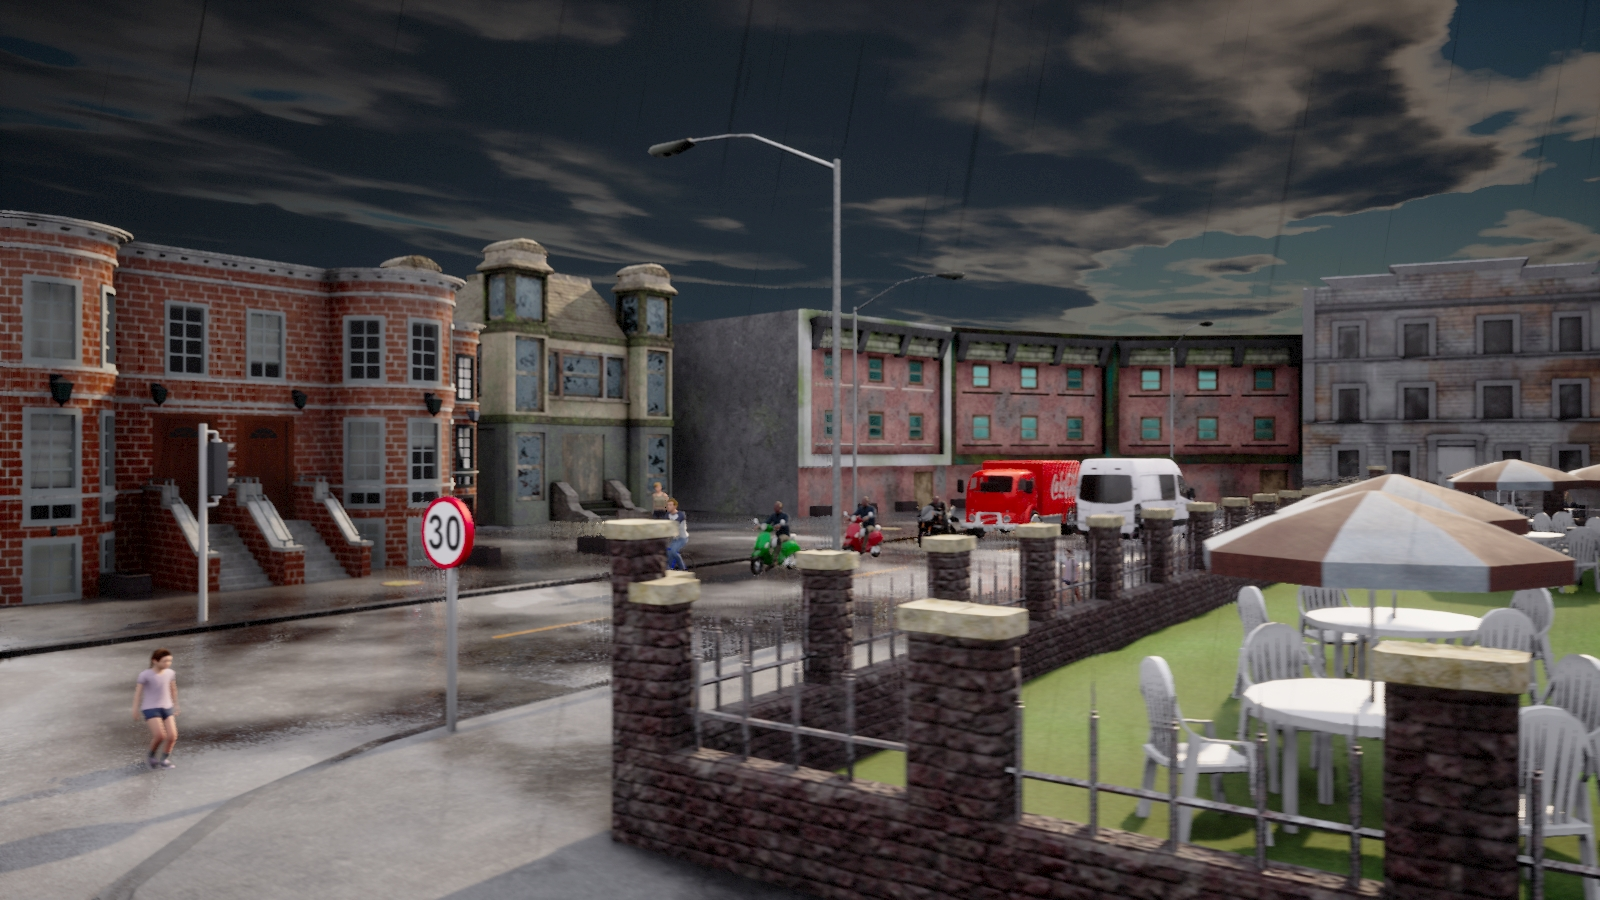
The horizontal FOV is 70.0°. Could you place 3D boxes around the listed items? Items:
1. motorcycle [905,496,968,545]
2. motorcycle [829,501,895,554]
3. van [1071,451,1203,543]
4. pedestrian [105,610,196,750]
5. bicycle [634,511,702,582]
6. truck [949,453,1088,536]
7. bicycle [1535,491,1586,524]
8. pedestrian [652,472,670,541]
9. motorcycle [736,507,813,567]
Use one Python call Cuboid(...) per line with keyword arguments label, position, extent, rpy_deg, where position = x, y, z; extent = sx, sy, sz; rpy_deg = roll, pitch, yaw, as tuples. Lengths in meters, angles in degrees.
Cuboid(label="motorcycle", position=(3.907, 1.984, 32.618), extent=(0.867, 1.251, 2.209), rpy_deg=(0, 0, 35))
Cuboid(label="motorcycle", position=(1.607, 1.961, 29.223), extent=(0.856, 1.236, 1.805), rpy_deg=(0, 0, 35))
Cuboid(label="van", position=(10.341, 1.314, 34.681), extent=(1.988, 2.561, 5.915), rpy_deg=(0, 0, 36))
Cuboid(label="pedestrian", position=(-5.713, 2.008, 10.062), extent=(0.500, 1.100, 0.500), rpy_deg=(0, 0, 26))
Cuboid(label="bicycle", position=(-2.660, 1.935, 23.139), extent=(0.373, 1.296, 1.643), rpy_deg=(0, 0, 35))
Cuboid(label="truck", position=(7.188, 1.347, 37.071), extent=(2.627, 2.467, 5.204), rpy_deg=(0, 0, 33))
Cuboid(label="bicycle", position=(27.062, 2.036, 40.669), extent=(1.487, 1.080, 0.859), rpy_deg=(0, 0, 34))
Cuboid(label="pedestrian", position=(-3.781, 1.524, 31.015), extent=(0.375, 1.860, 0.375), rpy_deg=(0, 0, 13))
Cuboid(label="motorcycle", position=(-0.568, 1.961, 26.127), extent=(0.856, 1.236, 1.805), rpy_deg=(0, 0, 35))
